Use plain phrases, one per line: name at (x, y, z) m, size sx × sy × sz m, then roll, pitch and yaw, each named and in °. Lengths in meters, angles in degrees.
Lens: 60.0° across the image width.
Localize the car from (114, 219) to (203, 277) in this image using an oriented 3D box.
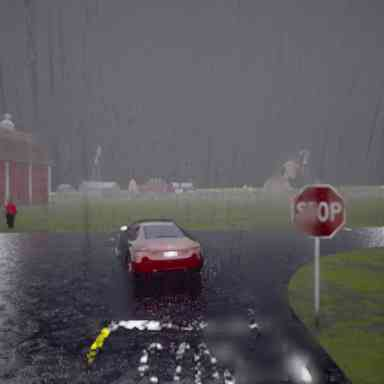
car at (-1.184, 1.523, 10.285) m, size 1.994 × 1.385 × 4.181 m, roll 0°, pitch 0°, yaw -19°

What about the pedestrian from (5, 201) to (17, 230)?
pedestrian at (-11.213, 1.405, 20.580) m, size 0.375 × 1.860 × 0.375 m, roll 0°, pitch 1°, yaw 4°
